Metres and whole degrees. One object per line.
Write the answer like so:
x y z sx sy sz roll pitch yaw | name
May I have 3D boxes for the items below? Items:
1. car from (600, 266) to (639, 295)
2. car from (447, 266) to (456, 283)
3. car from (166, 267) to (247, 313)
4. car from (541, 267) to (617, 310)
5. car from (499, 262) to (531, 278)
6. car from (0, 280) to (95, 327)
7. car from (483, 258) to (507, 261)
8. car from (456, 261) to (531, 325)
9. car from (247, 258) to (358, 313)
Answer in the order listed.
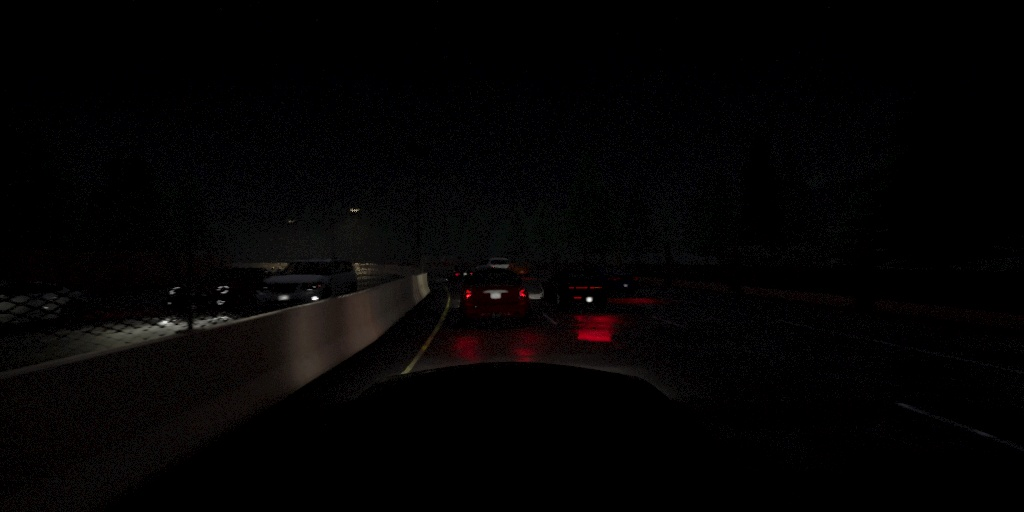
5.233 1.325 20.209 1.882 1.535 5.008 0 0 -9 | car
-4.487 1.521 31.214 2.033 1.411 5.357 0 0 -17 | car
-11.723 1.253 14.971 2.097 1.767 4.553 0 0 -8 | car
2.494 1.334 15.321 1.837 1.490 4.892 0 0 -7 | car
0.202 1.479 38.946 1.882 1.535 5.008 0 0 -20 | car
-14.626 1.409 9.961 1.812 1.442 4.674 0 -1 -6 | car
-1.873 1.203 34.361 2.150 2.045 5.566 0 0 -19 | car
-0.688 1.178 12.410 2.097 1.767 4.553 0 0 -6 | car
-8.171 1.108 15.006 2.150 2.045 5.566 0 -1 -8 | car
